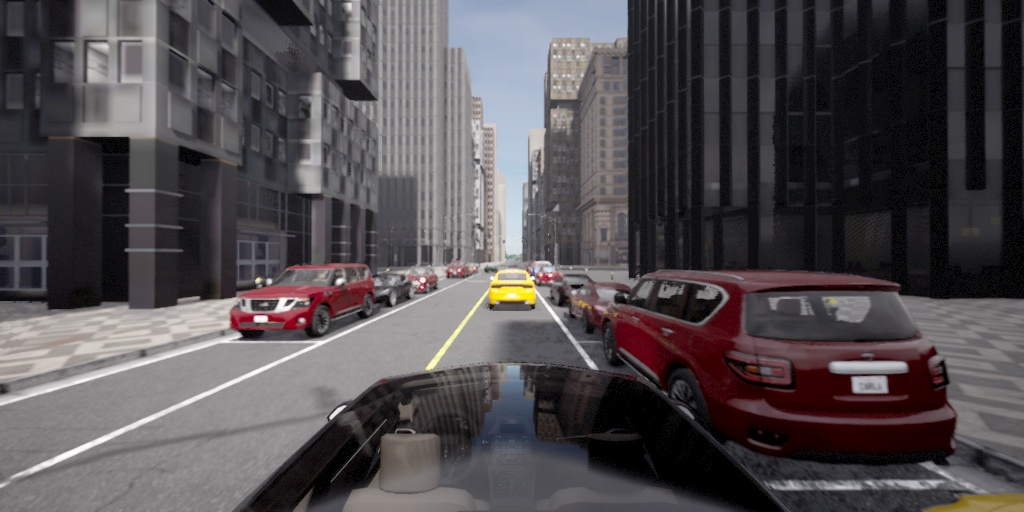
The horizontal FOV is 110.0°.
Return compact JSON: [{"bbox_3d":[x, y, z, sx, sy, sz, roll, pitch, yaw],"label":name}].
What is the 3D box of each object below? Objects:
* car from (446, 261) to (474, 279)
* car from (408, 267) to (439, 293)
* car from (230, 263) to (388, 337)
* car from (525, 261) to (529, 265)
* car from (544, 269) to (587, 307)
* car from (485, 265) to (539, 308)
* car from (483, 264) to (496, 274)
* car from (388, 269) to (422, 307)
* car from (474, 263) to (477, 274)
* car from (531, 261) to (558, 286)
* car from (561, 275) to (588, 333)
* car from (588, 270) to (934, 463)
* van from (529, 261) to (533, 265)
[{"bbox_3d":[-5.771,1.423,38.748,2.192,1.841,5.009,0,0,0],"label":"car"},{"bbox_3d":[-5.767,1.385,21.942,1.967,1.591,4.097,0,0,0],"label":"car"},{"bbox_3d":[-5.765,1.151,10.739,2.192,1.841,5.009,0,0,0],"label":"car"},{"bbox_3d":[2.754,1.548,38.751,1.967,1.591,4.097,0,0,0],"label":"car"},{"bbox_3d":[2.759,1.457,16.346,1.948,1.339,4.313,0,0,0],"label":"car"},{"bbox_3d":[0.027,1.366,16.110,1.882,1.535,5.008,0,0,1],"label":"car"},{"bbox_3d":[-3.031,1.835,51.648,1.895,1.301,4.718,0,-1,1],"label":"car"},{"bbox_3d":[-5.766,1.457,16.340,1.948,1.339,4.313,0,0,0],"label":"car"},{"bbox_3d":[-5.773,1.688,44.180,1.751,1.417,4.829,0,0,0],"label":"car"},{"bbox_3d":[2.757,1.439,27.549,1.967,1.591,4.097,0,0,0],"label":"car"},{"bbox_3d":[2.761,1.419,10.744,1.802,1.307,4.207,0,0,0],"label":"car"},{"bbox_3d":[2.762,1.098,5.143,2.192,1.841,5.009,0,0,0],"label":"car"},{"bbox_3d":[2.755,1.395,33.150,1.690,1.789,3.998,0,0,0],"label":"van"}]
